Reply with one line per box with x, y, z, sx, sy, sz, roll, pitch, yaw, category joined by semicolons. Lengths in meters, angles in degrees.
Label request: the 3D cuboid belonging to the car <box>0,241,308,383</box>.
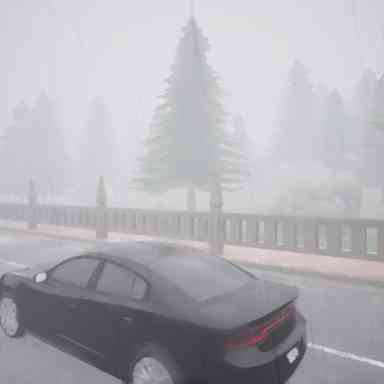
-0.955;1.477;4.843;5.008;1.535;1.882;0;0;37;car
